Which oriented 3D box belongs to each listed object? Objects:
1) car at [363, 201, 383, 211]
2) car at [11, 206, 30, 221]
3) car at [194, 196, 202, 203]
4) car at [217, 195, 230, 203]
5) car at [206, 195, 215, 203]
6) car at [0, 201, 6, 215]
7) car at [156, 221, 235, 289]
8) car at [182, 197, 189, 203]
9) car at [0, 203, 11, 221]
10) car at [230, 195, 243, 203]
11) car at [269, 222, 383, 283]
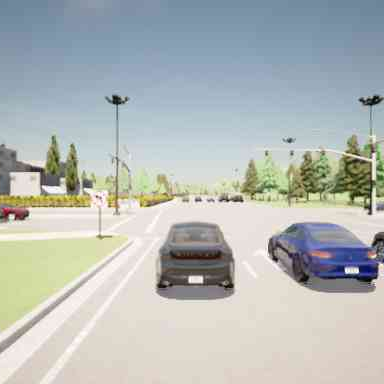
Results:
[{"bbox_3d":[25.988,1.865,44.572,5.357,1.411,2.033,0,0,-1],"label":"car"},{"bbox_3d":[-16.773,1.683,28.844,5.008,1.535,1.882,0,0,-1],"label":"car"},{"bbox_3d":[1.761,2.121,91.195,1.882,1.535,5.008,0,0,0],"label":"car"},{"bbox_3d":[8.759,1.864,90.784,2.150,2.045,5.566,0,0,0],"label":"car"},{"bbox_3d":[5.263,2.242,91.628,1.895,1.301,4.718,0,0,0],"label":"car"},{"bbox_3d":[-23.685,1.741,36.960,5.008,1.535,1.882,0,0,-1],"label":"car"},{"bbox_3d":[0.079,1.574,9.374,1.837,1.490,4.892,0,0,0],"label":"car"},{"bbox_3d":[-1.741,2.164,90.792,2.128,1.511,4.902,0,0,0],"label":"car"},{"bbox_3d":[-17.349,1.402,25.338,5.566,2.045,2.150,0,0,-1],"label":"car"},{"bbox_3d":[12.253,1.859,88.970,2.150,2.045,5.566,0,0,0],"label":"car"},{"bbox_3d":[3.590,1.596,9.761,1.812,1.442,4.674,0,0,0],"label":"car"}]
